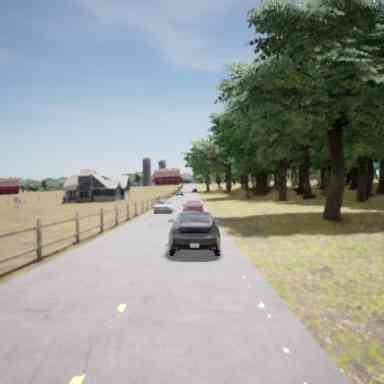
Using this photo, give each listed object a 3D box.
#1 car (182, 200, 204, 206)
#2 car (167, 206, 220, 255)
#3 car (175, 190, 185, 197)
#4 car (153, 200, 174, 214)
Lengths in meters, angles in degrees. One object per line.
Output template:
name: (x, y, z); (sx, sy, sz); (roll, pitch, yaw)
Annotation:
car: (0.099, 1.471, 29.462); (1.812, 1.442, 4.674); (0, 1, 0)
car: (0.094, 1.524, 13.400); (1.837, 1.490, 4.892); (0, 0, 0)
car: (-2.740, 0.361, 74.930); (1.837, 1.490, 4.892); (0, 1, 0)
car: (-2.842, 1.497, 34.045); (1.895, 1.301, 4.718); (0, 1, 0)
